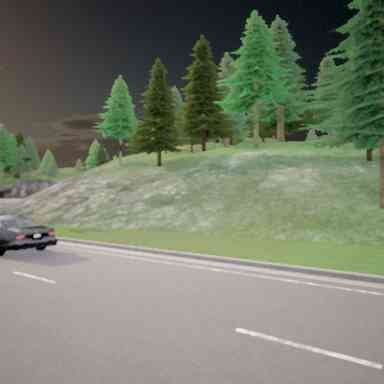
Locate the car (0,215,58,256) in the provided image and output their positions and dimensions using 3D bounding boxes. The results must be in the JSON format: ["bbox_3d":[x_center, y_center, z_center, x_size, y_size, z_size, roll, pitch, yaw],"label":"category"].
[{"bbox_3d":[-7.738,1.681,13.687,5.357,1.411,2.033,-1,0,36],"label":"car"}]
